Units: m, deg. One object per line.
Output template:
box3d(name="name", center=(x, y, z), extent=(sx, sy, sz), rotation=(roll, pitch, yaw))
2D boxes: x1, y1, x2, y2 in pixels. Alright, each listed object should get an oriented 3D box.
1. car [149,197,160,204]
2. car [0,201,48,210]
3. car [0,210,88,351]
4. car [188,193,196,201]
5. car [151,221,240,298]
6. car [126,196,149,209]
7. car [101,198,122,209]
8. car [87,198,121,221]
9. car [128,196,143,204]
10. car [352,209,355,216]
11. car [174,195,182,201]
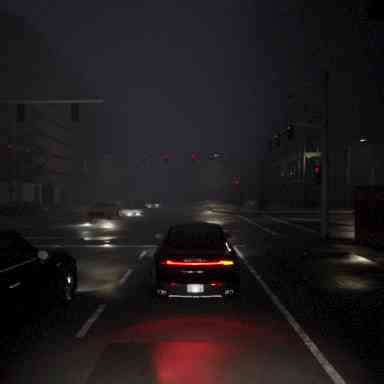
box3d(name="car", center=(-7.286, 1.601, 64.206), extent=(1.895, 1.301, 4.718), rotation=(0, 0, 1))
box3d(name="car", center=(-16.391, 1.594, 31.006), extent=(5.357, 1.411, 2.033), rotation=(0, 0, -19))
box3d(name="car", center=(-3.445, 1.352, 5.153), extent=(2.097, 1.767, 4.553), rotation=(0, 0, 0))
box3d(name="car", center=(-0.014, 1.225, 84.494), extent=(2.150, 2.045, 5.566), rotation=(0, 0, 1))
box3d(name="car", center=(0.081, 1.505, 8.476), extent=(1.837, 1.490, 4.892), rotation=(0, 0, 0))
box3d(name="car", center=(-7.466, 1.491, 44.268), extent=(2.128, 1.511, 4.902), rotation=(0, 0, 0))
box3d(name="car", center=(-10.970, 1.525, 45.623), extent=(1.812, 1.442, 4.674), rotation=(0, 0, 0))
box3d(name="car", center=(-7.282, 1.504, 27.605), extent=(1.882, 1.535, 5.008), rotation=(0, 0, -1))
box3d(name="car", center=(-10.792, 1.477, 63.783), extent=(1.882, 1.535, 5.008), rotation=(0, 0, 1))
box3d(name="car", center=(15.972, 1.656, 27.702), extent=(4.718, 1.301, 1.895), rotation=(0, 0, 0))
box3d(name="car", center=(-3.517, 1.553, 84.269), extent=(1.994, 1.385, 4.181), rotation=(0, 0, 1))
